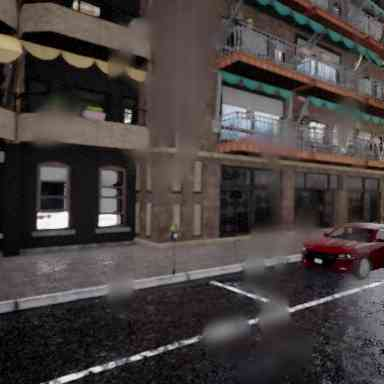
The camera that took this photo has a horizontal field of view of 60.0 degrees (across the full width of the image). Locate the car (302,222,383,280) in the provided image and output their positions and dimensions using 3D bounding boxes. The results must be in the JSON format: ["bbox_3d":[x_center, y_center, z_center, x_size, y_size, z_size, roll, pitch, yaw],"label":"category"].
[{"bbox_3d":[5.259,1.644,10.302,4.507,1.381,1.887,1,0,-35],"label":"car"}]
